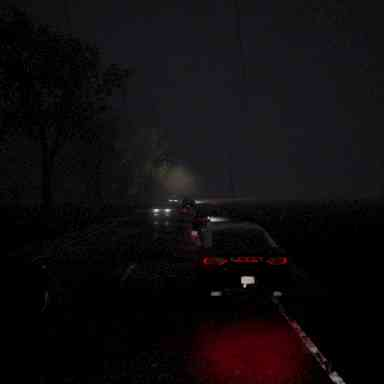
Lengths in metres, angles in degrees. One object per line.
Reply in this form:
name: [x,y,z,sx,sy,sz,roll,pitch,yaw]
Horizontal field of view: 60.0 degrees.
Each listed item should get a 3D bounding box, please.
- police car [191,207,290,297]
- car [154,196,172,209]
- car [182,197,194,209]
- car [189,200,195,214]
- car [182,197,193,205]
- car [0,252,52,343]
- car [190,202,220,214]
police car: [1.015,1.425,8.731,1.930,1.638,5.238,0,0,0]
car: [-4.087,1.548,45.745,1.812,1.442,4.674,0,0,-1]
car: [-0.478,1.624,46.929,1.895,1.301,4.718,0,0,-1]
car: [0.881,1.531,24.637,1.812,1.442,4.674,0,0,-1]
car: [-0.820,1.603,61.895,1.994,1.385,4.181,0,0,-1]
car: [-3.621,1.563,4.577,1.994,1.385,4.181,0,0,0]
car: [0.942,1.508,18.631,1.837,1.490,4.892,0,0,-1]
